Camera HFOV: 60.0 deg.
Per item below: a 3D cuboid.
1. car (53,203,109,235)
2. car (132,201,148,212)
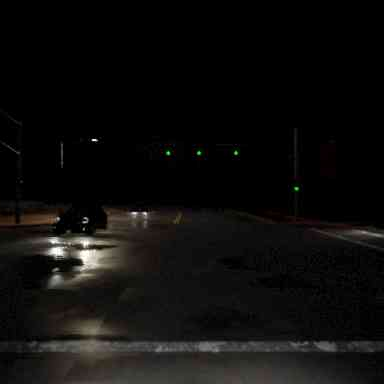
[{"bbox_3d":[-6.611,1.569,20.156,2.097,1.767,4.553,0,-1,1],"label":"car"},{"bbox_3d":[-7.254,2.040,46.274,1.812,1.442,4.674,1,-1,-9],"label":"car"}]
